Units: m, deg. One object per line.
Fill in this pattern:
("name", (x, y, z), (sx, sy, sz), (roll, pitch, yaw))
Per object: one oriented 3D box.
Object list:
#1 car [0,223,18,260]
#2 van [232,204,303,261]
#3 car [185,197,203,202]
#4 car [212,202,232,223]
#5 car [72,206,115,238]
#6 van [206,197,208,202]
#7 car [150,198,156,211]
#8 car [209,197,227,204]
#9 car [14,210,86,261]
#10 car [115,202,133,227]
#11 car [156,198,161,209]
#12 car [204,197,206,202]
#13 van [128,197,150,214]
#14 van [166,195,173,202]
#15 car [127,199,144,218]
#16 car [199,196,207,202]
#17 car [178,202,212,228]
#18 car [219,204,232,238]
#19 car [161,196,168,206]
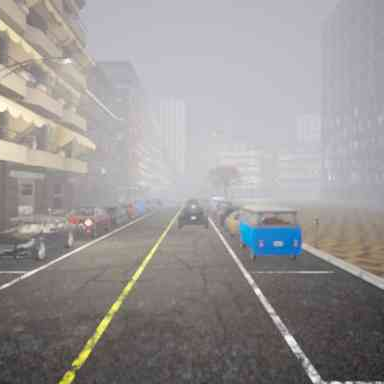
("car", (-5.697, 1.567, 6.645), (2.008, 1.369, 4.403), (0, 0, 0))
("van", (2.680, 1.369, 12.173), (1.690, 1.788, 3.998), (0, 0, 0))
("car", (0.091, 1.602, 45.085), (1.882, 1.535, 5.008), (0, 0, 0))
("car", (2.679, 1.623, 23.226), (1.947, 1.339, 4.313), (0, 0, 0))
("car", (-5.701, 1.484, 17.697), (1.967, 1.590, 4.097), (0, 0, 0))
("van", (2.675, 1.431, 34.280), (1.690, 1.788, 3.998), (0, 0, 0))
("car", (-5.705, 1.691, 39.804), (1.802, 1.307, 4.206), (0, 0, 0))
("car", (2.677, 1.514, 28.752), (1.967, 1.590, 4.097), (0, 0, 0))
("car", (-5.699, 1.581, 12.171), (2.008, 1.369, 4.403), (0, 0, 0))
("car", (-5.701, 1.625, 23.224), (1.947, 1.339, 4.313), (0, 0, 0))
("car", (-5.706, 1.708, 45.330), (1.802, 1.307, 4.206), (0, 0, 0))
("car", (2.675, 1.633, 39.975), (1.752, 1.417, 4.829), (0, 0, 0))
("van", (-5.705, 1.433, 34.279), (1.690, 1.788, 3.998), (0, 0, 0))
("van", (-5.716, 1.608, 84.017), (1.690, 1.788, 3.998), (0, 0, 0))
("car", (-5.703, 1.620, 28.751), (1.887, 1.381, 4.507), (0, 0, 0))
("car", (2.665, 1.810, 84.017), (1.887, 1.381, 4.507), (0, 0, 0))
("car", (0.096, 1.621, 22.954), (1.994, 1.385, 4.181), (0, 0, 0))
("car", (2.680, 1.568, 17.868), (1.752, 1.417, 4.829), (0, 0, 0))
("car", (-5.708, 1.729, 56.383), (1.947, 1.339, 4.313), (0, 0, 0))
